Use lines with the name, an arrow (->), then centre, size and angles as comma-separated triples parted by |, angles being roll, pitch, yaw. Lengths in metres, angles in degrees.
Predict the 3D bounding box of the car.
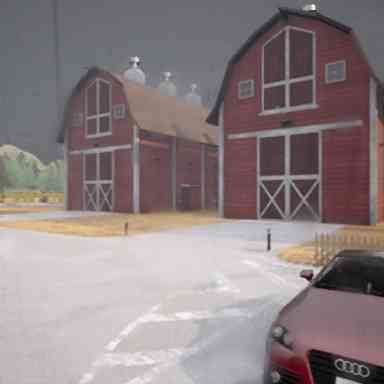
car -> 2.560, 1.551, 4.572 | 1.994, 1.381, 4.181 | 0, 0, 35
